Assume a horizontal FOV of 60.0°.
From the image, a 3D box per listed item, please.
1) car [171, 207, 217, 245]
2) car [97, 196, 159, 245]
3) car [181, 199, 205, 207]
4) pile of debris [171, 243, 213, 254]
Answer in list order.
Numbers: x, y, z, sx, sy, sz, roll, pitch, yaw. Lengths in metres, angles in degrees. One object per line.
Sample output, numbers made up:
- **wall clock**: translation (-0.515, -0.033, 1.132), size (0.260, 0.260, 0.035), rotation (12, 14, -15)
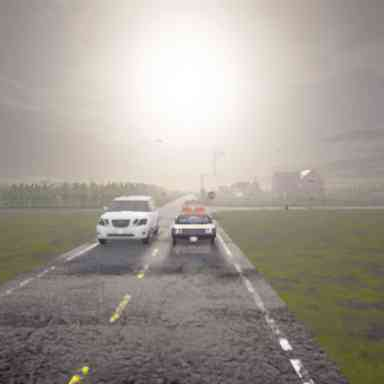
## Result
- **car**: translation (0.075, 1.608, 15.637), size (1.895, 1.301, 4.718), rotation (0, 0, 0)
- **car**: translation (-2.855, 1.228, 16.005), size (2.150, 2.045, 5.566), rotation (0, 0, 0)
- **car**: translation (0.080, 1.370, 29.344), size (2.097, 1.767, 4.553), rotation (0, 0, 0)
- **pile of debris**: translation (-0.007, 2.180, 12.924), size (1.500, 0.140, 1.860), rotation (0, 0, 0)
